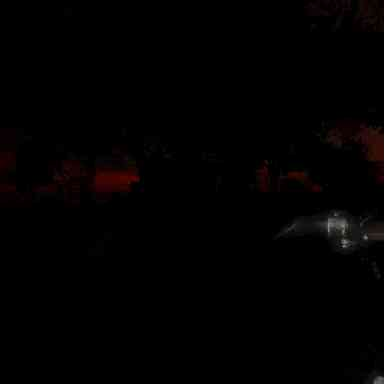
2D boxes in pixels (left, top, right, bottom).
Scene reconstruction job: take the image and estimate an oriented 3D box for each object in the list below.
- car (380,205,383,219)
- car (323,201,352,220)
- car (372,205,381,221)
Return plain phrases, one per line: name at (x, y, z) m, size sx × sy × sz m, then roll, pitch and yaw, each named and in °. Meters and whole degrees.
car at (8.610, 1.464, 12.762) m, size 1.882 × 1.535 × 5.008 m, roll 0°, pitch 0°, yaw 25°
car at (12.194, 1.517, 27.833) m, size 2.128 × 1.511 × 4.902 m, roll 0°, pitch 0°, yaw 26°
car at (15.419, 1.625, 26.144) m, size 1.895 × 1.301 × 4.718 m, roll 0°, pitch 0°, yaw 33°
